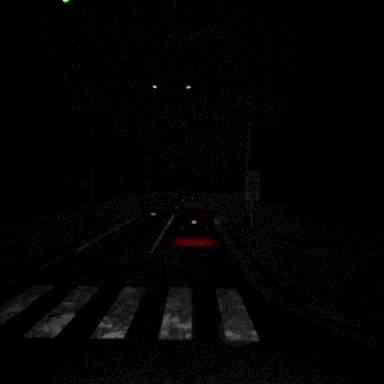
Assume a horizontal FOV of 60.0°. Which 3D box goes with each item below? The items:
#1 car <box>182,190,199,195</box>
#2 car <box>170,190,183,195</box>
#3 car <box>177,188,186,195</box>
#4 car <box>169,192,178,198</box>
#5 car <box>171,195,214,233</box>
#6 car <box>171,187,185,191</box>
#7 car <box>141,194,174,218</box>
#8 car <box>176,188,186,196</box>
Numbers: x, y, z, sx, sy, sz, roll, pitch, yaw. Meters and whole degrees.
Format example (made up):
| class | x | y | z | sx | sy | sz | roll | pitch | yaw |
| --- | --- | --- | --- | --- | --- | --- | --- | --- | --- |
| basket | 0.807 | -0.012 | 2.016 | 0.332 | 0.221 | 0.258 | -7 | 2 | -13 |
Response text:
| class | x | y | z | sx | sy | sz | roll | pitch | yaw |
| --- | --- | --- | --- | --- | --- | --- | --- | --- | --- |
| car | 0.030 | 0.785 | 45.755 | 1.994 | 1.385 | 4.181 | 1 | 1 | 0 |
| car | -2.655 | 0.731 | 46.965 | 1.802 | 1.307 | 4.206 | 2 | 1 | 0 |
| car | -2.687 | -0.176 | 85.682 | 2.192 | 1.841 | 5.009 | 2 | 1 | 0 |
| car | -2.636 | 0.981 | 30.370 | 1.887 | 1.381 | 4.507 | 3 | 1 | 0 |
| car | 0.097 | 1.187 | 17.733 | 1.882 | 1.535 | 5.008 | 1 | 1 | 0 |
| car | -2.792 | 0.145 | 60.343 | 2.150 | 2.045 | 5.566 | 1 | 1 | 0 |
| car | -2.631 | 1.098 | 24.839 | 1.947 | 1.339 | 4.313 | 3 | 1 | 0 |
| car | -2.680 | -0.087 | 80.150 | 2.192 | 1.841 | 5.009 | 2 | 1 | 0 |
